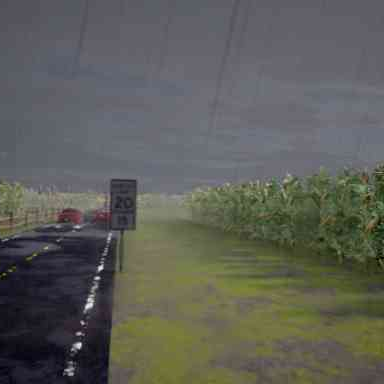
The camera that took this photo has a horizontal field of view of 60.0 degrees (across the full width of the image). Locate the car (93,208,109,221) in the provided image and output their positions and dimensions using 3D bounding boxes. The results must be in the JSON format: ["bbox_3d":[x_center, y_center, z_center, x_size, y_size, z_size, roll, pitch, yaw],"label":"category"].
[{"bbox_3d":[-10.375,2.670,38.672,1.994,1.385,4.181,2,-2,-12],"label":"car"}]

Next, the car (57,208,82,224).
[{"bbox_3d":[-12.146,2.351,33.278,1.882,1.535,5.008,2,-2,-12],"label":"car"}]

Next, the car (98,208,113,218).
[{"bbox_3d":[-12.616,2.996,48.803,1.895,1.301,4.718,2,-2,-12],"label":"car"}]
